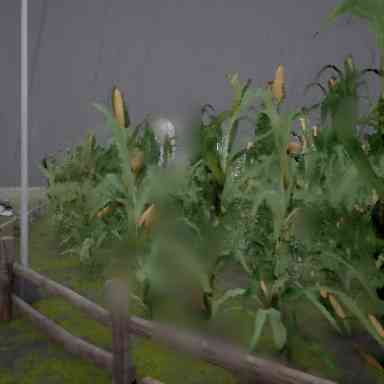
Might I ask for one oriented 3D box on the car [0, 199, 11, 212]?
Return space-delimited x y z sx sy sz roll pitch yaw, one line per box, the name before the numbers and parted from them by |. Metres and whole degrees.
car | -19.608 1.204 31.014 1.882 1.535 5.008 -1 1 32
